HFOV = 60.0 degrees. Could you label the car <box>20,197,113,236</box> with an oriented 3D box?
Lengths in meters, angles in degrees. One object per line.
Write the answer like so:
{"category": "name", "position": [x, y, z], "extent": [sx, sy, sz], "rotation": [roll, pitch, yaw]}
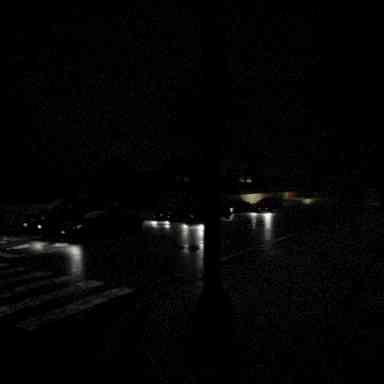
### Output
{"category": "car", "position": [-6.953, 1.323, 19.429], "extent": [2.150, 2.045, 5.566], "rotation": [-1, 0, 37]}

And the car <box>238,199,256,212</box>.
{"category": "car", "position": [4.577, 1.458, 36.045], "extent": [2.033, 1.411, 5.357], "rotation": [-1, 0, 34]}

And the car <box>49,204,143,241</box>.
{"category": "car", "position": [-4.557, 1.573, 17.189], "extent": [1.812, 1.442, 4.674], "rotation": [-1, 0, 36]}

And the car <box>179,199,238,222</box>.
{"category": "car", "position": [1.386, 1.475, 25.751], "extent": [1.837, 1.490, 4.892], "rotation": [-1, 0, 35]}

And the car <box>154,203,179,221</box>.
{"category": "car", "position": [-1.296, 1.591, 27.594], "extent": [1.994, 1.385, 4.181], "rotation": [-1, 0, 34]}

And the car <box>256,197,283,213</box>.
{"category": "car", "position": [8.180, 1.336, 35.505], "extent": [1.837, 1.490, 4.892], "rotation": [-1, 0, 35]}
